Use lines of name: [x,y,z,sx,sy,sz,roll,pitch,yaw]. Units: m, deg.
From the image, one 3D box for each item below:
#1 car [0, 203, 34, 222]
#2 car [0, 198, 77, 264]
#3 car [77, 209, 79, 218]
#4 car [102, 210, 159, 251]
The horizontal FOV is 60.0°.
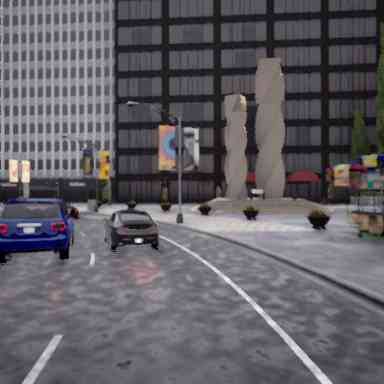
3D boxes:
car: [-14.854,1.632,27.664,1.994,1.385,4.181,0,0,-42]
car: [-5.595,1.244,12.323,2.150,2.045,5.566,0,-1,-18]
car: [-11.579,1.621,29.195,1.994,1.385,4.181,0,0,-41]
car: [-2.711,1.522,14.331,1.837,1.490,4.892,0,0,-19]
